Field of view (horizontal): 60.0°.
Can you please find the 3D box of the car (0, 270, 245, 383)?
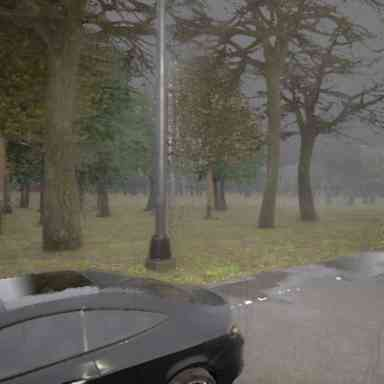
[{"bbox_3d":[-1.578,1.527,2.865,4.674,1.442,1.812,0,0,-35],"label":"car"}]
